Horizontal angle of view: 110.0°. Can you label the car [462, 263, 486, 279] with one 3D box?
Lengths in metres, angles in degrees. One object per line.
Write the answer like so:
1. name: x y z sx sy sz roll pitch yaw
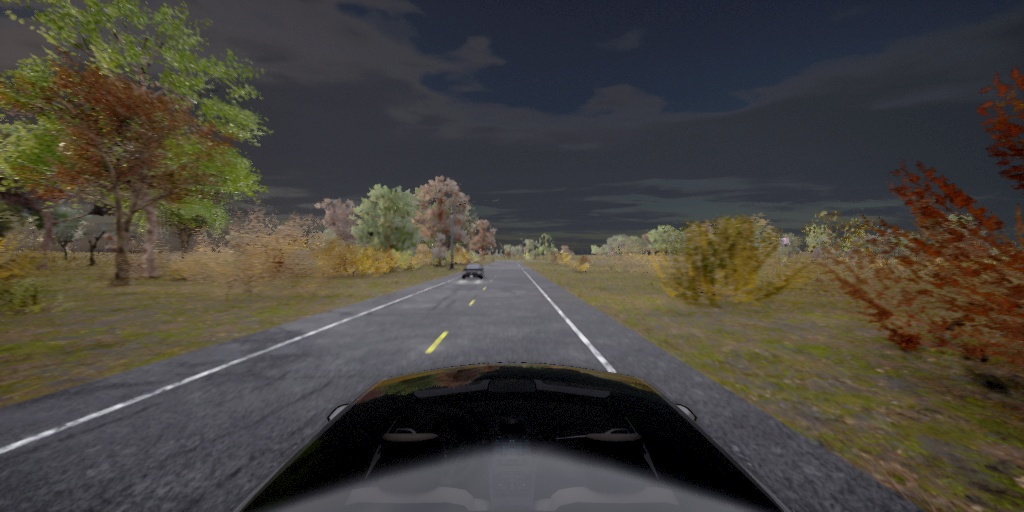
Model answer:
1. car: -3.507 1.400 33.694 2.033 1.411 5.357 0 0 0
